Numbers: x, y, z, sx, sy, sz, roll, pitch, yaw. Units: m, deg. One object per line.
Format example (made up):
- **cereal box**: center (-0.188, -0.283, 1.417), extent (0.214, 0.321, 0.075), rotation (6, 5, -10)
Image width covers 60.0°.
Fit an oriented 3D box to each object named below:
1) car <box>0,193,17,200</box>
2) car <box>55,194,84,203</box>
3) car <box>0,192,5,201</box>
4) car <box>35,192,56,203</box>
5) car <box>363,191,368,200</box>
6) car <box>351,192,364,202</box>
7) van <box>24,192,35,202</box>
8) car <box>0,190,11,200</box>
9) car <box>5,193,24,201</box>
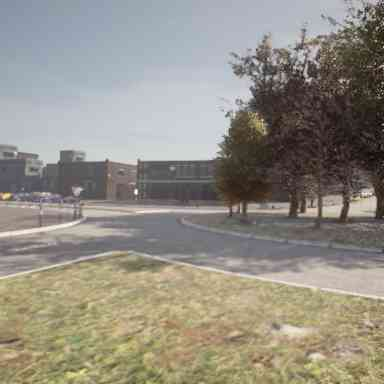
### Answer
- **car**: center (-39.416, 0.965, 69.381), extent (2.231, 1.521, 4.892), rotation (2, 0, 25)
- **car**: center (-21.963, 1.443, 61.066), extent (2.163, 1.488, 4.792), rotation (1, -1, 25)
- **car**: center (-37.024, 1.032, 68.233), extent (2.097, 1.535, 5.008), rotation (2, 0, 25)
- **car**: center (-26.843, 1.180, 63.450), extent (2.185, 1.767, 4.553), rotation (1, 0, 25)
- **car**: center (41.059, 1.278, 81.542), extent (1.946, 1.575, 5.366), rotation (1, 3, 36)
- **car**: center (37.785, 1.499, 77.099), extent (1.946, 1.575, 5.366), rotation (1, 3, 36)
- **van**: center (-29.531, 1.014, 64.562), extent (1.878, 1.987, 4.442), rotation (2, 0, 25)
- **car**: center (-41.908, 0.641, 70.592), extent (2.435, 2.045, 5.566), rotation (2, 0, 25)
- **car**: center (-34.381, 0.982, 67.023), extent (2.185, 1.767, 4.553), rotation (2, 0, 25)
